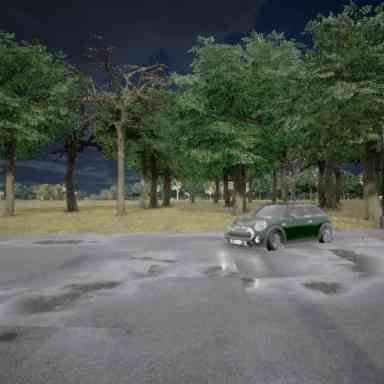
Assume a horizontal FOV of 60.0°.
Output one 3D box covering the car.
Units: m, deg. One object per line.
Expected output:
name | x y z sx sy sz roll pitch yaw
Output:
car | 3.460 1.217 13.159 4.553 1.767 2.097 1 -2 -34
